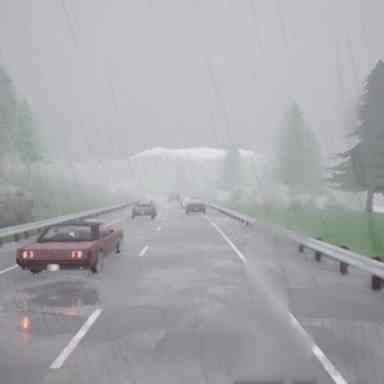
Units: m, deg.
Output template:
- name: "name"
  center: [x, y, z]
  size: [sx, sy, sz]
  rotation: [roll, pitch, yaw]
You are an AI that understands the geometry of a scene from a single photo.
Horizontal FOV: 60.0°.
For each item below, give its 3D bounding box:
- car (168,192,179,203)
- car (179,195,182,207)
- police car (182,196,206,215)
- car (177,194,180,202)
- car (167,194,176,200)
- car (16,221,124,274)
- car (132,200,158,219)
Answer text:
- name: "car"
  center: [-3.517, 1.047, 65.944]
  size: [2.150, 2.045, 5.566]
  rotation: [0, 0, -6]
- name: "car"
  center: [-0.366, 1.405, 43.081]
  size: [1.812, 1.442, 4.674]
  rotation: [0, 0, -4]
- name: "police car"
  center: [0.284, 1.332, 33.086]
  size: [1.930, 1.638, 5.238]
  rotation: [0, 0, -3]
- name: "car"
  center: [-0.858, 1.367, 49.136]
  size: [1.837, 1.490, 4.892]
  rotation: [0, 0, -5]
- name: "car"
  center: [-4.923, 1.128, 80.614]
  size: [2.033, 1.411, 5.357]
  rotation: [0, 0, -6]
- name: "car"
  center: [-3.446, 1.571, 10.455]
  size: [1.895, 1.301, 4.718]
  rotation: [0, 0, -1]
- name: "car"
  center: [-3.963, 1.412, 28.284]
  size: [2.128, 1.511, 4.902]
  rotation: [0, 0, -3]
